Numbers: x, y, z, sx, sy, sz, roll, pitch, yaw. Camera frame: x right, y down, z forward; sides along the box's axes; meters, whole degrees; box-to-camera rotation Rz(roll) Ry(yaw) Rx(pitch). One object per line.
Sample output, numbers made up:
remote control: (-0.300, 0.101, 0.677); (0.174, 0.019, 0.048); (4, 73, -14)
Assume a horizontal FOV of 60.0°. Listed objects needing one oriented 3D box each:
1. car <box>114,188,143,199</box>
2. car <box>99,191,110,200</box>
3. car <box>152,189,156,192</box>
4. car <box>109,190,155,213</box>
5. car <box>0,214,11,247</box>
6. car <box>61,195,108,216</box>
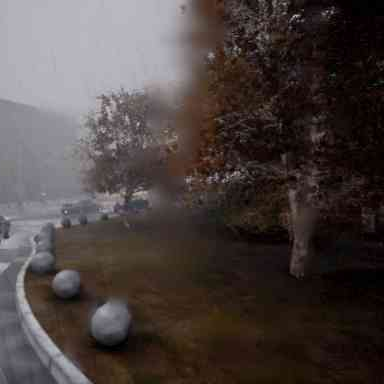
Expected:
car: (-11.184, 0.258, 58.855); (1.946, 1.575, 5.366); (0, 3, 29)
car: (-13.870, 0.553, 54.038); (1.946, 1.575, 5.366); (0, 3, 29)
car: (-8.507, -0.035, 63.679); (1.946, 1.575, 5.366); (0, 3, 29)
car: (-6.217, 1.106, 35.030); (2.097, 1.767, 4.553); (0, 3, 21)
car: (-9.547, 1.600, 15.151); (1.882, 1.535, 5.008); (0, 0, -22)
car: (-10.632, 1.440, 32.496); (1.837, 1.490, 4.892); (-1, 2, 19)
